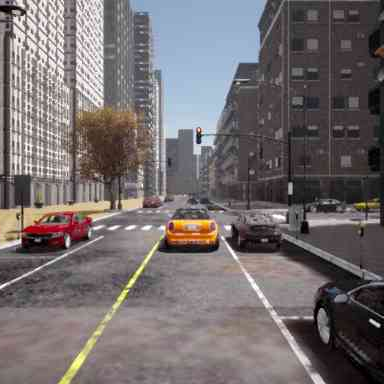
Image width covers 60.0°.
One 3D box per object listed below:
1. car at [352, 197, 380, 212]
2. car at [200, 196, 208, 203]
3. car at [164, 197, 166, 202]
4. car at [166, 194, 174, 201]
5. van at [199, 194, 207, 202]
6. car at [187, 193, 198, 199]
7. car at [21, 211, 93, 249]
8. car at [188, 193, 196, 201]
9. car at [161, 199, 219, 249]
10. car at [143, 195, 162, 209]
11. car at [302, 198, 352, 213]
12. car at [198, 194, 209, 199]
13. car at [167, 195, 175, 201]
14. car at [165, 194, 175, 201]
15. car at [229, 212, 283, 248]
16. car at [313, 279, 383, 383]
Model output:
[{"bbox_3d":[18.822,1.254,33.959,4.829,1.417,1.752,-1,1,-1],"label":"car"},{"bbox_3d":[2.689,1.592,74.671,1.752,1.417,4.829,0,0,0],"label":"car"},{"bbox_3d":[-5.692,1.601,52.410,1.947,1.339,4.313,0,0,0],"label":"car"},{"bbox_3d":[-5.692,1.642,80.024,1.947,1.339,4.313,0,0,0],"label":"car"},{"bbox_3d":[2.688,1.417,80.024,1.690,1.788,3.998,0,0,0],"label":"van"},{"bbox_3d":[0.000,1.543,72.491,1.895,1.301,4.718,0,0,0],"label":"car"},{"bbox_3d":[-5.691,1.546,14.498,1.887,1.381,4.507,0,0,0],"label":"car"},{"bbox_3d":[0.000,1.164,86.661,2.150,2.045,5.566,0,0,0],"label":"car"},{"bbox_3d":[0.000,1.368,14.620,2.097,1.767,4.553,0,0,0],"label":"car"},{"bbox_3d":[-5.692,1.344,46.887,2.192,1.841,5.009,0,0,0],"label":"car"},{"bbox_3d":[13.425,1.355,33.904,4.403,1.369,2.008,-1,1,-1],"label":"car"},{"bbox_3d":[2.689,1.623,68.978,1.947,1.339,4.313,0,0,0],"label":"car"},{"bbox_3d":[-5.693,1.649,91.070,2.008,1.369,4.403,0,0,0],"label":"car"},{"bbox_3d":[-5.693,1.402,85.546,2.192,1.841,5.009,0,0,0],"label":"car"},{"bbox_3d":[2.689,1.552,14.498,2.008,1.369,4.403,0,0,0],"label":"car"},{"bbox_3d":[2.689,1.549,3.432,2.008,1.369,4.403,0,0,0],"label":"car"}]
